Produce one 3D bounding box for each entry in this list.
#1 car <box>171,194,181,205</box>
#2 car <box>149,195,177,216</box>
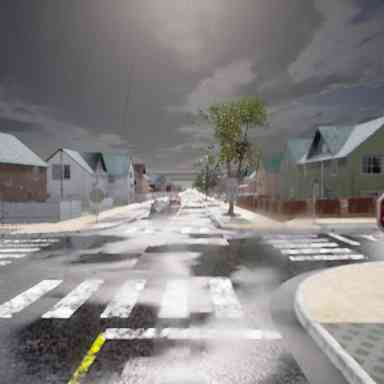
[{"bbox_3d":[-2.815,1.122,52.818,2.097,1.767,4.553,0,0,0],"label":"car"},{"bbox_3d":[-2.847,1.356,31.215,2.128,1.511,4.902,0,0,0],"label":"car"}]
